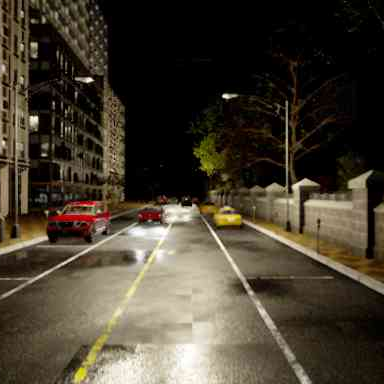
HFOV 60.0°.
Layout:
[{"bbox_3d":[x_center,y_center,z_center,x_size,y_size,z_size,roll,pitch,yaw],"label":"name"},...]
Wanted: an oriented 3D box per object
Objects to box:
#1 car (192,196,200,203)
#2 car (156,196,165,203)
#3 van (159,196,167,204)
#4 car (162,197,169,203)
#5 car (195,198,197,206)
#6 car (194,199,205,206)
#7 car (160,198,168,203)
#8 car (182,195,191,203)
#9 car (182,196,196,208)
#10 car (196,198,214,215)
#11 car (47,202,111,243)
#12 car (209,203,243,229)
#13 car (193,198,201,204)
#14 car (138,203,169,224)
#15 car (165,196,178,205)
[{"bbox_3d":[0.938,2.018,89.200,1.967,1.590,4.097,0,0,-1],"label":"car"},{"bbox_3d":[-6.704,1.793,72.471,2.192,1.841,5.009,0,0,-1],"label":"car"},{"bbox_3d":[-6.831,1.853,78.010,1.690,1.788,3.998,0,0,-1],"label":"van"},{"bbox_3d":[-7.083,2.102,88.917,1.752,1.417,4.829,0,0,-1],"label":"car"},{"bbox_3d":[1.832,1.920,50.361,1.802,1.307,4.206,0,0,-1],"label":"car"},{"bbox_3d":[1.449,2.009,67.006,1.947,1.339,4.313,0,0,-1],"label":"car"},{"bbox_3d":[-6.959,2.127,83.548,1.802,1.307,4.206,0,0,-1],"label":"car"},{"bbox_3d":[-1.400,1.721,79.458,2.097,1.767,4.553,0,0,-1],"label":"car"},{"bbox_3d":[-0.857,1.921,55.922,2.033,1.411,5.357,0,0,-1],"label":"car"},{"bbox_3d":[1.789,1.712,37.367,1.801,1.575,5.366,0,0,-1],"label":"car"},{"bbox_3d":[-5.569,1.435,17.039,2.192,1.841,5.009,0,0,-1],"label":"car"},{"bbox_3d":[2.385,1.683,22.795,1.752,1.417,4.829,0,0,-1],"label":"car"},{"bbox_3d":[1.194,2.093,78.102,1.802,1.307,4.206,0,0,-1],"label":"car"},{"bbox_3d":[-3.086,1.783,26.255,1.895,1.301,4.718,0,0,-1],"label":"car"},{"bbox_3d":[-3.899,1.804,68.370,2.097,1.767,4.553,0,0,-1],"label":"car"}]
